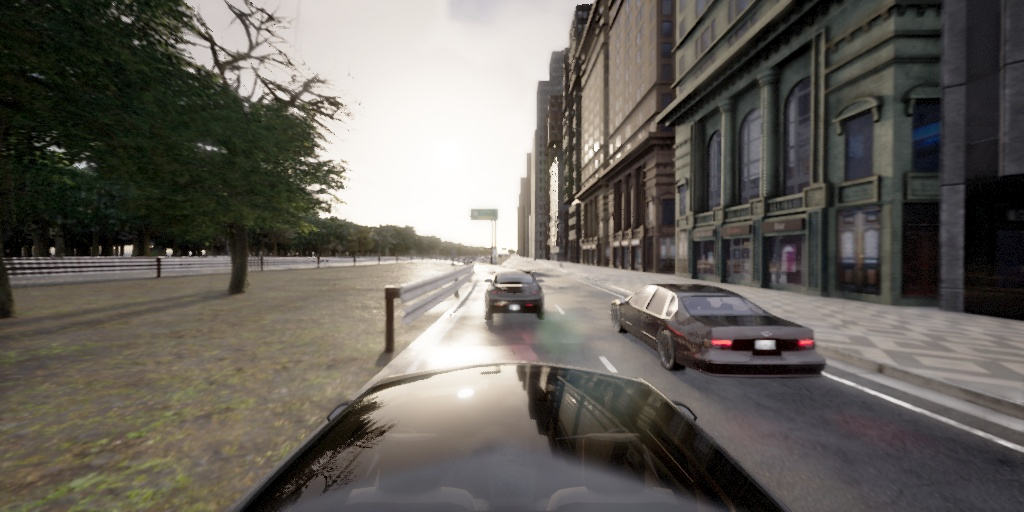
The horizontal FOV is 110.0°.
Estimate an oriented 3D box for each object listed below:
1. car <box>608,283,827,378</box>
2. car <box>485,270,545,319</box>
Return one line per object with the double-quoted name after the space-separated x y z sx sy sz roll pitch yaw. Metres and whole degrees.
3.563 1.278 7.532 2.033 1.411 5.357 0 0 0 "car"
0.085 1.218 12.631 1.837 1.490 4.892 0 0 0 "car"
